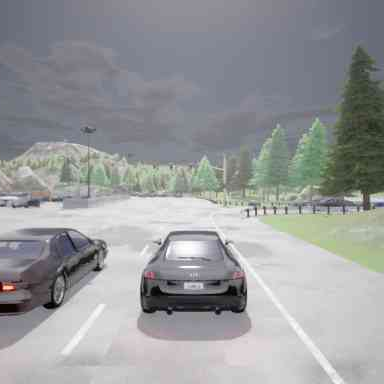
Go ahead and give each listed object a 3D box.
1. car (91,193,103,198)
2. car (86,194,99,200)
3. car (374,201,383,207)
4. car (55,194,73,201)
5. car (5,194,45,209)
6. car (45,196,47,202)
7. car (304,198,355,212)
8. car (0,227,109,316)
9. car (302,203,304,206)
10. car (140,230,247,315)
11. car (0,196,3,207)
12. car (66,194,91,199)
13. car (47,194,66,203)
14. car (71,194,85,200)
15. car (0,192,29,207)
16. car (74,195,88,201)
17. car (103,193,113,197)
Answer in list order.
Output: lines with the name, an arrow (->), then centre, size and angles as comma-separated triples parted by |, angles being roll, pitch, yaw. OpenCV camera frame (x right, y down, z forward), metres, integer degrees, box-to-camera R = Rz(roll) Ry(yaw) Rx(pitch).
car -> -21.712, 1.271, 73.335 | 1.812, 1.442, 4.674 | 0, 0, -1
car -> -25.591, 1.230, 85.939 | 2.033, 1.411, 5.357 | 0, 0, -3
car -> 24.476, 1.374, 39.636 | 5.008, 1.535, 1.882 | 0, 0, 13
car -> -28.729, 1.264, 74.972 | 2.128, 1.511, 4.902 | 0, 0, -1
car -> -21.494, 1.374, 43.171 | 2.128, 1.511, 4.902 | 0, 0, -1
car -> -28.605, 1.345, 63.093 | 1.994, 1.385, 4.181 | 0, 0, -1
car -> 15.656, 1.398, 37.531 | 4.902, 1.511, 2.128 | 0, 0, 7
car -> -3.469, 1.547, 7.798 | 2.033, 1.411, 5.357 | 0, 0, 0
car -> 15.730, 1.454, 41.052 | 4.181, 1.385, 1.994 | 0, 0, 7
car -> 0.030, 1.563, 7.649 | 1.994, 1.385, 4.181 | 0, 0, 0
car -> -6.945, 1.221, 7.587 | 2.150, 2.045, 5.566 | 0, 0, -2
car -> -21.637, 1.282, 63.453 | 2.128, 1.511, 4.902 | 0, 0, 0
car -> -25.108, 1.389, 63.280 | 1.895, 1.301, 4.718 | 0, 0, -1
car -> -29.020, 1.234, 85.071 | 2.033, 1.411, 5.357 | 0, 0, -3
car -> -25.036, 1.083, 47.344 | 2.150, 2.045, 5.566 | 0, 0, -1
car -> -25.238, 1.288, 75.741 | 1.994, 1.385, 4.181 | 0, 0, -1
car -> -21.869, 1.244, 82.823 | 2.033, 1.411, 5.357 | 0, 0, -1
